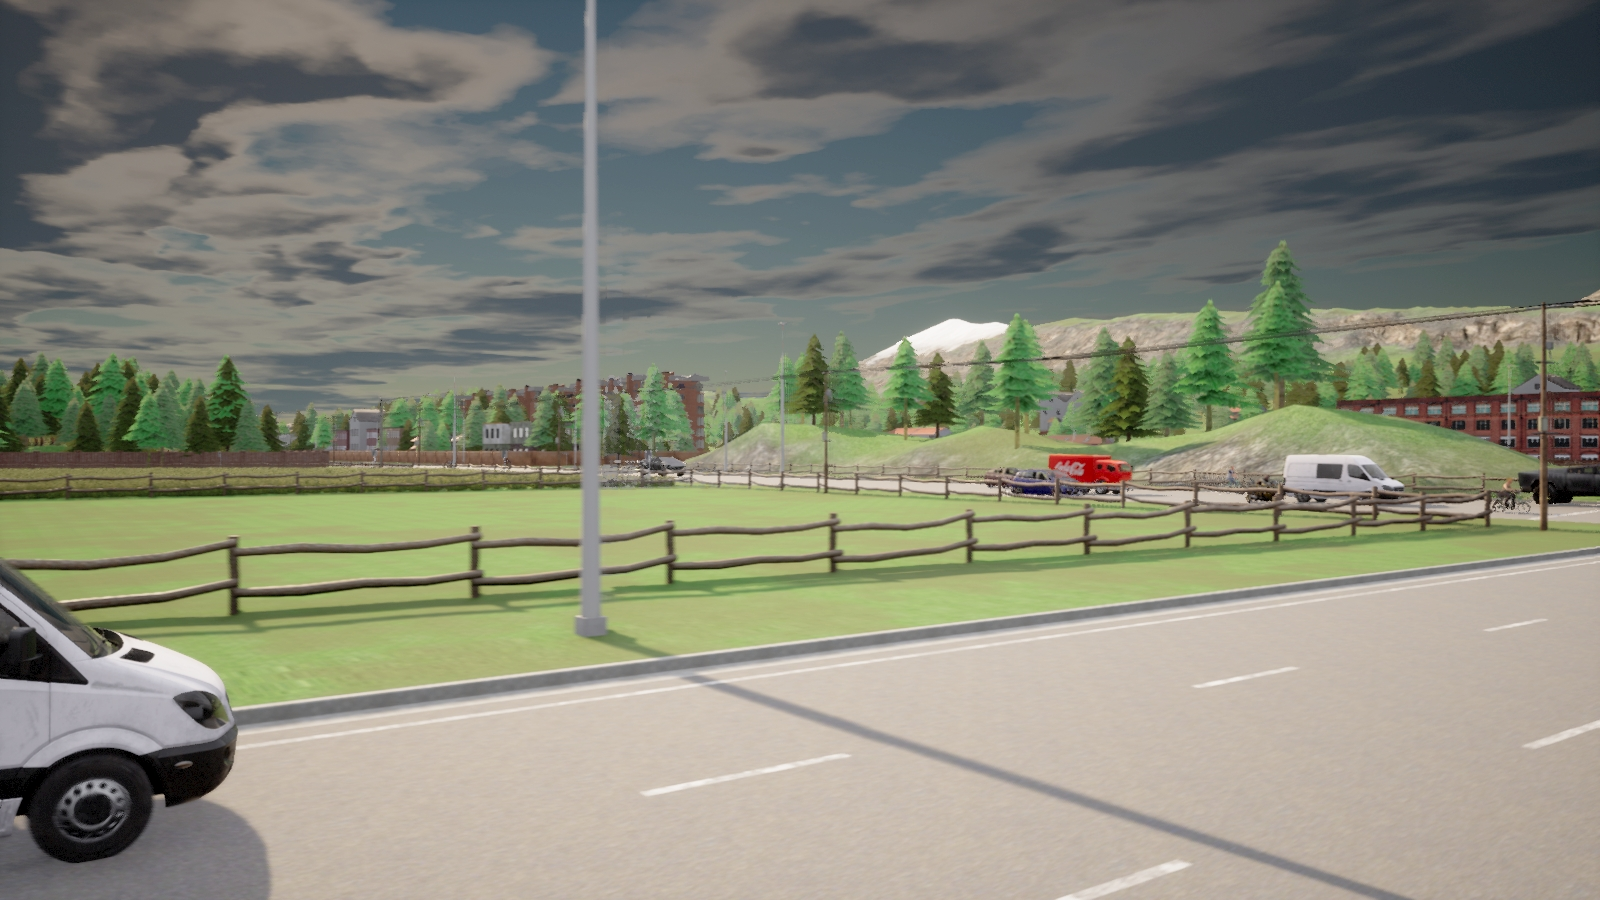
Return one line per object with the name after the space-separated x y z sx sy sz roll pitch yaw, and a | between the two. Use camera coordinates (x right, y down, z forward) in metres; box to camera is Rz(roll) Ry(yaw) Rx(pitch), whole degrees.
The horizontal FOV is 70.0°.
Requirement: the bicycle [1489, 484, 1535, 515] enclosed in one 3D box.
31.068 2.159 49.882 0.859 1.276 1.487 0 0 -36 | bicycle

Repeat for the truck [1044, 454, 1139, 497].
18.433 1.546 72.472 2.627 2.467 5.204 0 2 -42 | truck

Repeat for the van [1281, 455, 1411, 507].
28.346 1.536 59.535 1.988 2.561 5.915 0 0 -36 | van

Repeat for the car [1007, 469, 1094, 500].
14.557 1.970 66.665 2.242 1.667 4.611 0 0 -36 | car

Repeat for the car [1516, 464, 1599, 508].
39.315 1.755 56.387 2.390 2.098 6.274 0 0 -36 | car

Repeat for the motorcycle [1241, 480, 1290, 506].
24.175 2.207 59.338 0.867 1.251 2.209 0 0 -36 | motorcycle

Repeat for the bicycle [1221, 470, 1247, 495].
27.559 2.058 72.588 0.373 1.496 1.643 0 0 -36 | bicycle

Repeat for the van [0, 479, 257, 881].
-6.955 1.535 7.454 5.915 2.561 1.988 0 0 -35 | van
